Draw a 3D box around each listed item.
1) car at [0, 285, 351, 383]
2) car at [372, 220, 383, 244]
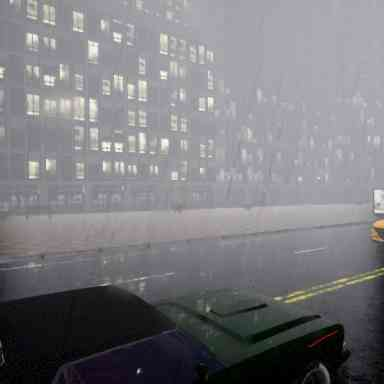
[{"bbox_3d":[-0.619,1.601,2.997,4.718,1.301,1.895,0,0,-36],"label":"car"},{"bbox_3d":[9.911,1.475,14.750,5.008,1.535,1.882,0,0,-36],"label":"car"}]
